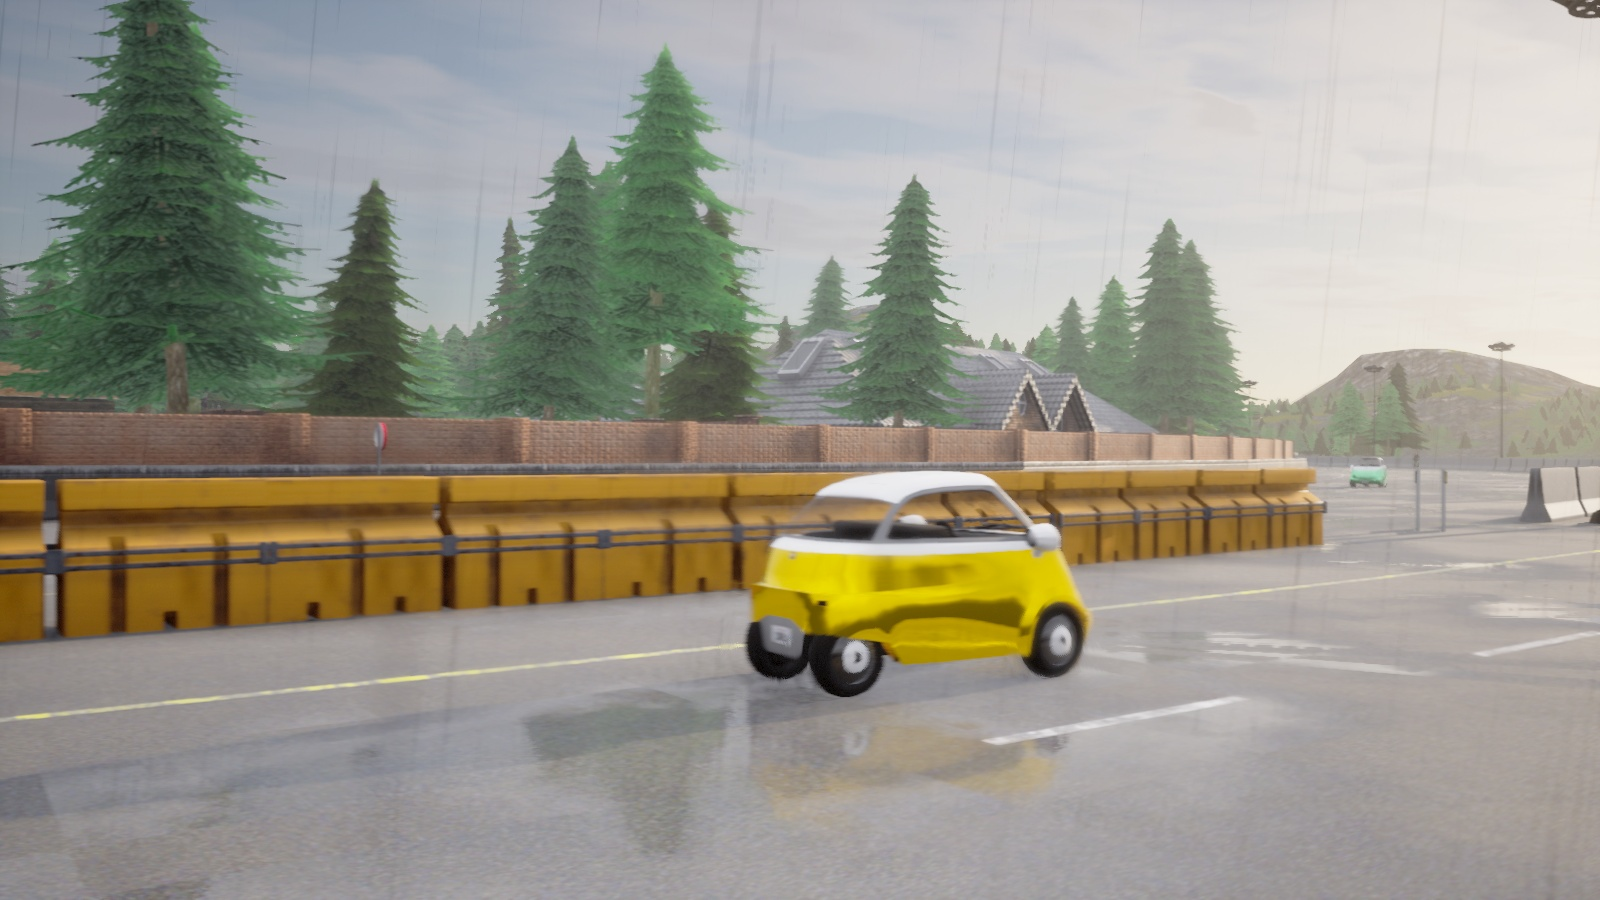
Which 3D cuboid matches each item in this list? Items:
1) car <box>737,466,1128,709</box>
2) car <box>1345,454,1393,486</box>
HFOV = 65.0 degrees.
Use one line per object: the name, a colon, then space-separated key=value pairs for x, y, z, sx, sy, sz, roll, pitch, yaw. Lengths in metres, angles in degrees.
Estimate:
car: x=0.905 y=0.818 z=8.555 sx=2.207 sy=1.376 sz=1.481 roll=0 pitch=0 yaw=-35
car: x=25.294 y=0.883 z=55.839 sx=1.481 sy=1.376 sz=2.207 roll=0 pitch=0 yaw=37
